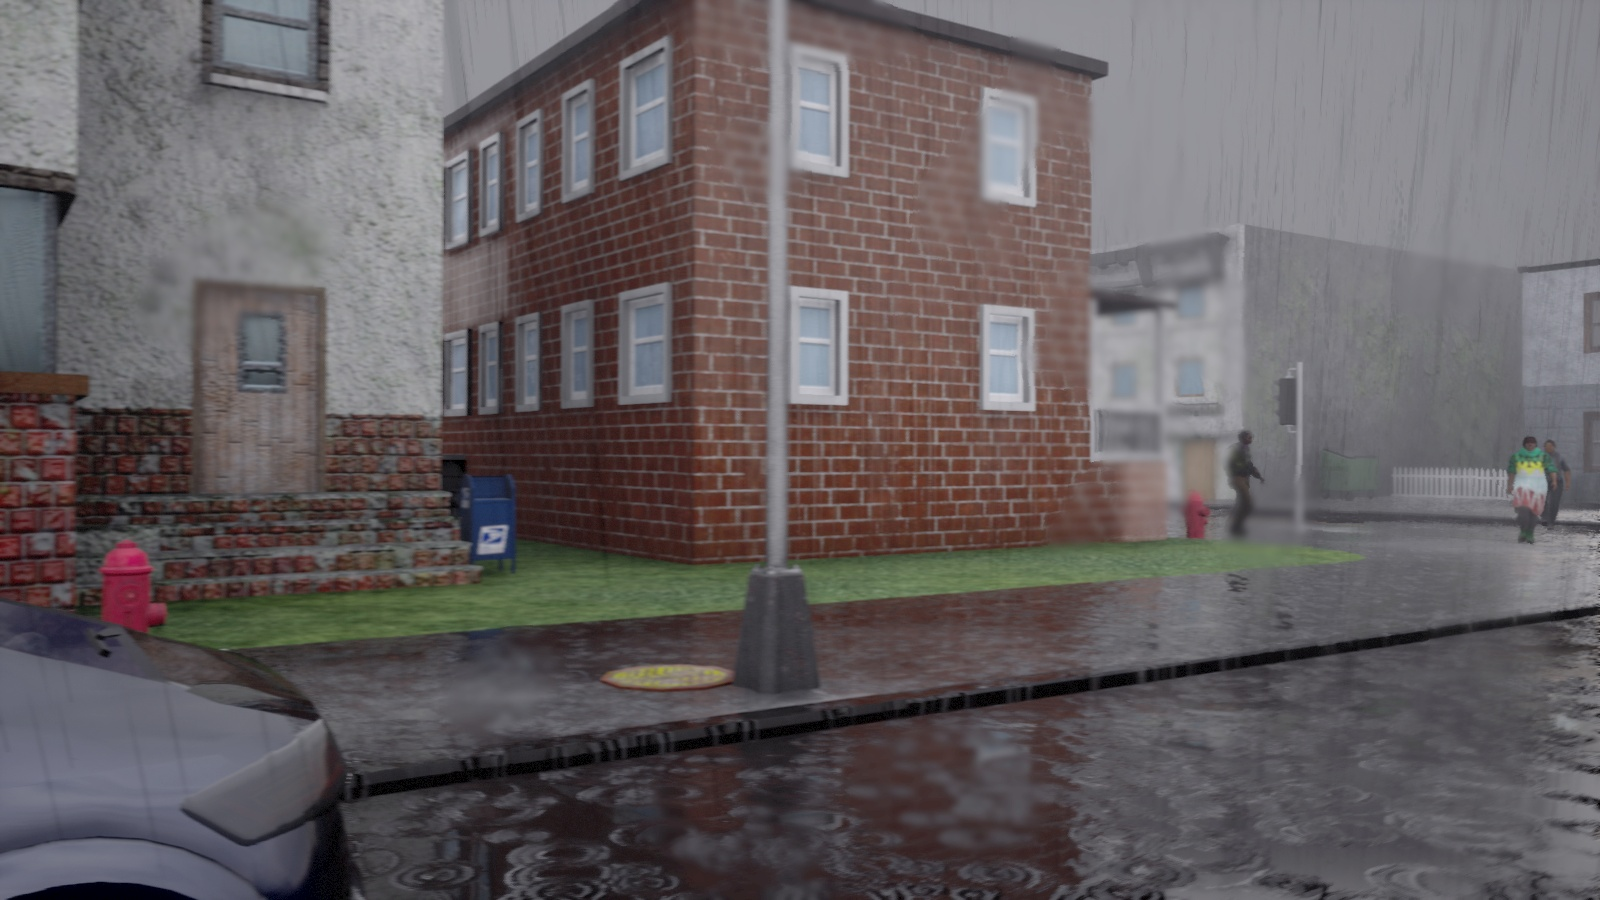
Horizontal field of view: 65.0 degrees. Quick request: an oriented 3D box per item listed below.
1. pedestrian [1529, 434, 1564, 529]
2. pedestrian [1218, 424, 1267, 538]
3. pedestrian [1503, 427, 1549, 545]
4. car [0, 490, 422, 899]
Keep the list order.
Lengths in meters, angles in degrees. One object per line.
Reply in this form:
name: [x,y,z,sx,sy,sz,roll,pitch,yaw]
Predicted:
pedestrian: [14.761,0.608,24.831,0.540,1.848,0.694,0,0,36]
pedestrian: [7.575,0.521,21.491,0.395,1.930,0.692,0,0,-33]
pedestrian: [12.340,0.598,21.329,0.659,1.952,0.873,0,0,31]
car: [-3.044,0.818,2.170,4.181,1.385,1.994,0,0,-34]
